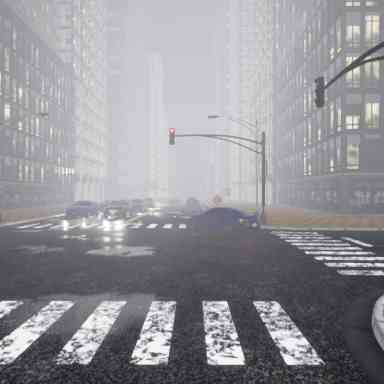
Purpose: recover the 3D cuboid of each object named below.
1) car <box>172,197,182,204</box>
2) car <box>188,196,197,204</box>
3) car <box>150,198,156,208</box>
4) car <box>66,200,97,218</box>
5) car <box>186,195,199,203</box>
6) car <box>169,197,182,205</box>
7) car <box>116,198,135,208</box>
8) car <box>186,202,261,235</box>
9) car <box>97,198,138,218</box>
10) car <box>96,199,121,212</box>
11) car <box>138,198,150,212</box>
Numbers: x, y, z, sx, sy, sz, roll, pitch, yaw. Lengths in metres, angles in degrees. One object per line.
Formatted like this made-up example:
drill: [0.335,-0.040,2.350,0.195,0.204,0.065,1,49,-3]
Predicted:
car: [-3.202,1.703,70.353,1.994,1.385,4.181,0,0,0]
car: [0.049,1.646,70.396,1.837,1.490,4.892,0,0,0]
car: [-6.609,1.594,49.721,1.812,1.442,4.674,0,0,0]
car: [-9.863,1.503,30.395,1.882,1.535,5.008,0,0,0]
car: [0.085,1.546,50.014,1.882,1.535,5.008,0,0,0]
car: [-3.169,1.592,60.025,2.128,1.511,4.902,0,0,0]
car: [-9.854,1.631,49.452,1.994,1.385,4.181,0,0,0]
car: [1.738,1.533,18.922,1.812,1.442,4.674,-1,1,-41]
car: [-6.609,1.517,30.147,2.128,1.511,4.902,0,0,0]
car: [-9.861,1.607,39.528,1.994,1.385,4.181,0,0,0]
car: [-6.611,1.521,39.674,1.882,1.535,5.008,0,0,0]
